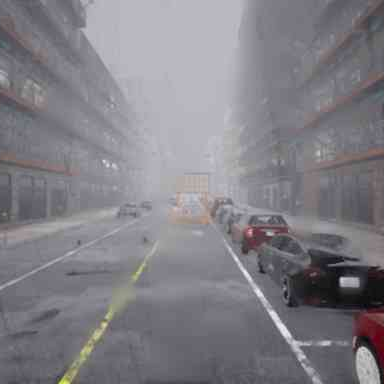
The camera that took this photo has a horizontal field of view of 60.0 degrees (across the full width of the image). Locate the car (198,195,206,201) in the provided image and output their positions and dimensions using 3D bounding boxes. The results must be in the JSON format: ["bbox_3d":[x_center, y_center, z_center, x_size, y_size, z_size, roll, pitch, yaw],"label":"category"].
[{"bbox_3d":[2.696,1.545,92.832,1.967,1.590,4.097,1,0,0],"label":"car"}]

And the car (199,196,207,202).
[{"bbox_3d":[2.696,1.682,81.493,1.802,1.307,4.206,1,0,0],"label":"car"}]

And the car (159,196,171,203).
[{"bbox_3d":[-5.684,1.644,70.211,2.008,1.369,4.403,1,0,0],"label":"car"}]

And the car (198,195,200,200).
[{"bbox_3d":[2.697,1.537,75.821,1.967,1.590,4.097,1,0,0],"label":"car"}]

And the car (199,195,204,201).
[{"bbox_3d":[2.697,1.609,58.978,1.752,1.417,4.829,1,0,0],"label":"car"}]

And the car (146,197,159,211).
[{"bbox_3d":[-5.683,1.631,41.854,1.947,1.339,4.313,1,0,0],"label":"car"}]

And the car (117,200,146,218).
[{"bbox_3d":[-5.683,1.633,30.511,1.802,1.307,4.206,1,0,0],"label":"car"}]

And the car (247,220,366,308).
[{"bbox_3d":[2.699,1.582,7.770,1.947,1.339,4.313,1,0,0],"label":"car"}]

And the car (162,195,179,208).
[{"bbox_3d":[-3.085,1.580,50.587,1.837,1.490,4.892,0,0,0],"label":"car"}]

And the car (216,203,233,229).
[{"bbox_3d":[2.699,1.586,19.112,2.008,1.369,4.403,1,0,0],"label":"car"}]

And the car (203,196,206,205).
[{"bbox_3d":[2.697,1.610,41.796,1.887,1.381,4.507,1,0,0],"label":"car"}]

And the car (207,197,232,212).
[{"bbox_3d":[2.701,1.366,30.454,2.192,1.841,5.009,1,0,0],"label":"car"}]

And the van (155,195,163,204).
[{"bbox_3d":[-5.681,1.425,58.869,1.690,1.788,3.998,1,0,0],"label":"van"}]

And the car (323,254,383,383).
[{"bbox_3d":[2.699,1.549,2.100,1.887,1.381,4.507,1,0,0],"label":"car"}]

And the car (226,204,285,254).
[{"bbox_3d":[2.700,1.466,13.441,1.967,1.590,4.097,1,0,0],"label":"car"}]

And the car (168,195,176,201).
[{"bbox_3d":[-5.686,1.671,92.897,1.947,1.339,4.313,1,0,0],"label":"car"}]

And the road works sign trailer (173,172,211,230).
[{"bbox_3d":[-0.003,0.503,21.392,2.380,3.560,2.880,0,0,0],"label":"road works sign trailer"}]

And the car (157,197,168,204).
[{"bbox_3d":[-5.684,1.634,64.539,1.887,1.381,4.507,1,0,0],"label":"car"}]

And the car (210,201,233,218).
[{"bbox_3d":[2.698,1.594,24.782,2.008,1.369,4.403,1,0,0],"label":"car"}]

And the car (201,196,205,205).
[{"bbox_3d":[2.697,1.616,47.466,1.887,1.381,4.507,1,0,0],"label":"car"}]
